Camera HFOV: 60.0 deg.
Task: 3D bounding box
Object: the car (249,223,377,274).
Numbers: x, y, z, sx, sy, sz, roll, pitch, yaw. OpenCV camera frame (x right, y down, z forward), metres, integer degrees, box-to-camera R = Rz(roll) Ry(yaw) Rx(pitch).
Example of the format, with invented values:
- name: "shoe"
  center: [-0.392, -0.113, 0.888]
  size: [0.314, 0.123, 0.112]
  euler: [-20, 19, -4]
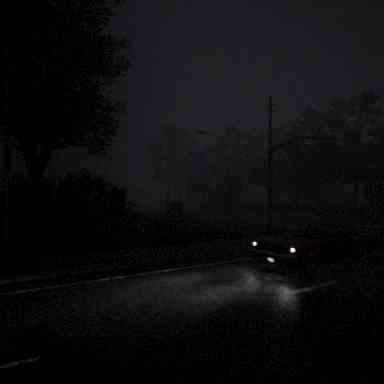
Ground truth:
- name: "car"
  center: [4.138, 1.725, 11.120]
  size: [4.718, 1.301, 1.895]
  euler: [1, -1, -36]
